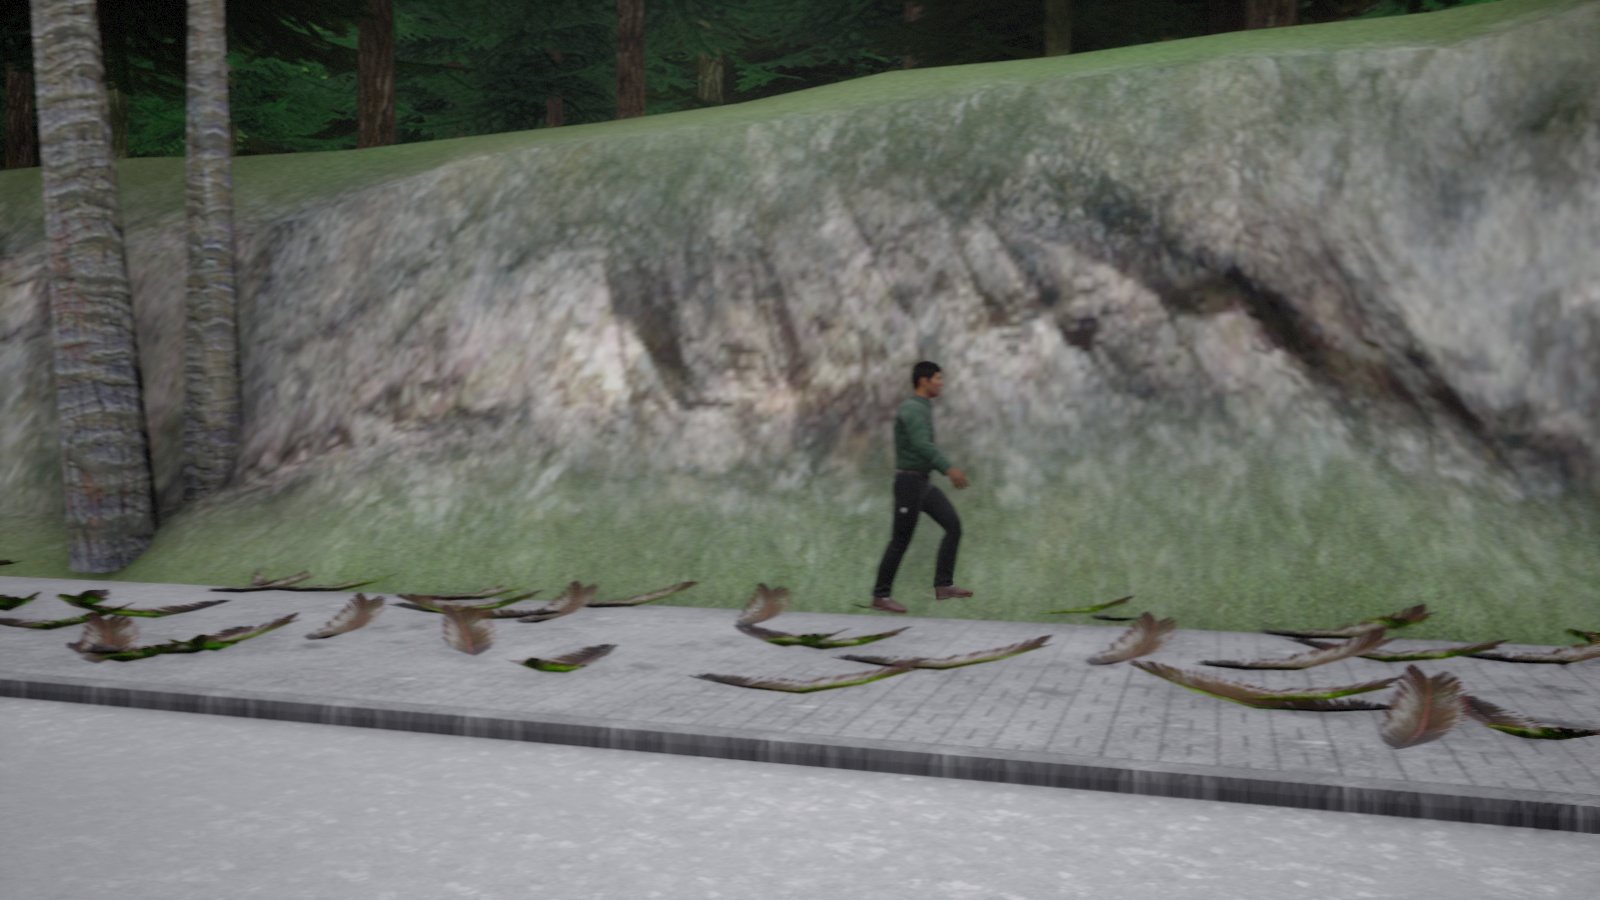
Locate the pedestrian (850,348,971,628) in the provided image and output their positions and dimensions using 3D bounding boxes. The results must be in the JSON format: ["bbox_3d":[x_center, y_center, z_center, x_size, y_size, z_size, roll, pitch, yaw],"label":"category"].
[{"bbox_3d":[0.798,0.257,9.051,0.788,1.949,0.423,0,1,17],"label":"pedestrian"}]
